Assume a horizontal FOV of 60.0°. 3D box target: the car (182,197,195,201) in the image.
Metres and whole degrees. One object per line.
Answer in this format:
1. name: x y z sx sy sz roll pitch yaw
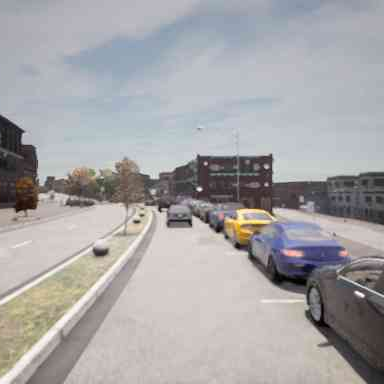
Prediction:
1. car: 0.515 1.652 37.339 2.231 1.521 4.892 0 0 -7

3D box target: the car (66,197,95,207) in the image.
1. car: -22.107 2.004 65.956 5.566 2.045 2.435 0 -2 -15

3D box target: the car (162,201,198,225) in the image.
1. car: -1.024 1.652 24.801 2.033 1.411 5.357 0 0 -5

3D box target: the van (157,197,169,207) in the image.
1. van: -6.153 2.052 70.155 1.878 1.987 4.442 0 -2 -14

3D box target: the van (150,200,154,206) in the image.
1. van: -7.639 2.233 75.488 1.878 1.987 4.442 0 -2 -15

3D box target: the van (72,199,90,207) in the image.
1. van: -29.867 2.900 89.383 4.442 1.987 1.878 0 -2 -20

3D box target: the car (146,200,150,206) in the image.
1. car: -9.197 2.681 80.708 2.163 1.488 4.792 0 -2 -17

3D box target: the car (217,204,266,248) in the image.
1. car: 2.639 1.537 15.254 2.097 1.535 5.008 0 0 -2

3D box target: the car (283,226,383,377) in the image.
1. car: 2.987 1.487 4.164 2.231 1.521 4.892 0 0 0

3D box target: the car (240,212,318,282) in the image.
1. car: 2.873 1.549 9.711 2.002 1.452 4.674 0 0 -1

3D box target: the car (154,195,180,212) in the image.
1. car: -3.291 1.441 42.655 2.150 2.045 5.566 0 -1 -9

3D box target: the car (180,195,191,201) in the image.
1. car: -1.268 1.519 48.445 2.435 2.045 5.566 0 -1 -10

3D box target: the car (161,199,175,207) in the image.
1. car: -4.768 2.154 64.650 2.002 1.452 4.674 0 -2 -14

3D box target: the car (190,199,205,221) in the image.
1. car: 1.205 1.662 31.962 2.002 1.452 4.674 0 0 -6

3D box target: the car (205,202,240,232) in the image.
1. car: 2.288 1.440 20.768 2.185 1.767 4.553 0 0 -4
